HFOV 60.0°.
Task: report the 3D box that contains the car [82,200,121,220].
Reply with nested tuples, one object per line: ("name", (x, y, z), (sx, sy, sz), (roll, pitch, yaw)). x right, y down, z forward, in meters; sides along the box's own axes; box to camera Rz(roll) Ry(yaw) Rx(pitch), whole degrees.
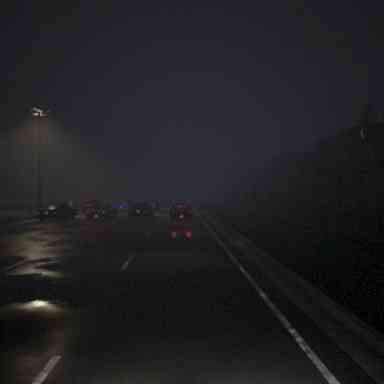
("car", (-7.929, 1.706, 29.464), (1.895, 1.301, 4.718), (-1, 0, -2))

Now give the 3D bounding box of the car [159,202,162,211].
("car", (-4.873, 1.598, 41.416), (1.837, 1.490, 4.892), (-1, 0, -2))

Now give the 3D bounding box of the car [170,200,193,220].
("car", (-0.888, 1.642, 28.214), (1.895, 1.301, 4.718), (-1, 0, -2))

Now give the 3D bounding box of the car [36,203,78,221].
("car", (-11.399, 1.683, 28.395), (2.033, 1.411, 5.357), (-1, 0, -2))

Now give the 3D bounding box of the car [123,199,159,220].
("car", (-4.430, 1.622, 29.522), (2.033, 1.411, 5.357), (-1, 0, -2))

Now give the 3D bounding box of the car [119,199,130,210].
("car", (-8.376, 1.601, 41.472), (1.882, 1.535, 5.008), (-1, 0, -2))

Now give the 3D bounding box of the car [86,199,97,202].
("car", (-11.846, 1.660, 40.392), (1.837, 1.490, 4.892), (-1, 0, -2))

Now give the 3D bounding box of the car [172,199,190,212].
("car", (-1.326, 1.622, 39.927), (1.994, 1.385, 4.181), (-1, 0, -2))
